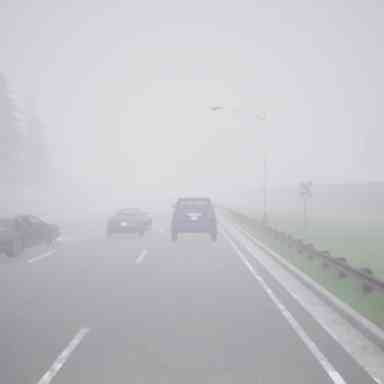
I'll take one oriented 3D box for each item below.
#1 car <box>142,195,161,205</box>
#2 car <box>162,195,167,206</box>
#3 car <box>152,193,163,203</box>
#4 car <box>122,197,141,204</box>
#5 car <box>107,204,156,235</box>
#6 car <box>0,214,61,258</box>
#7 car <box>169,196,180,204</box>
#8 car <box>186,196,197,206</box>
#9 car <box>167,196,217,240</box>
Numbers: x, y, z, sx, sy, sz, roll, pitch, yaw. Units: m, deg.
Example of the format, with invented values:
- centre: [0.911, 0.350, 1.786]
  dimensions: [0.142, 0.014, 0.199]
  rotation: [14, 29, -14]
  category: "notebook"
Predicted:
- centre: [-7.021, 1.630, 57.906]
  dimensions: [1.895, 1.301, 4.718]
  rotation: [0, 0, 0]
  category: "car"
- centre: [-3.521, 1.593, 57.044]
  dimensions: [1.994, 1.385, 4.181]
  rotation: [0, 0, 0]
  category: "car"
- centre: [-7.025, 1.221, 67.914]
  dimensions: [2.150, 2.045, 5.566]
  rotation: [0, 0, 0]
  category: "car"
- centre: [-10.521, 1.577, 56.624]
  dimensions: [2.033, 1.411, 5.357]
  rotation: [0, 0, 0]
  category: "car"
- centre: [-3.407, 1.574, 18.718]
  dimensions: [1.994, 1.385, 4.181]
  rotation: [0, 0, 0]
  category: "car"
- centre: [-6.904, 1.555, 12.787]
  dimensions: [2.033, 1.411, 5.357]
  rotation: [0, 0, 0]
  category: "car"
- centre: [-3.524, 1.587, 67.052]
  dimensions: [2.033, 1.411, 5.357]
  rotation: [0, 0, 0]
  category: "car"
- centre: [-0.021, 1.534, 57.462]
  dimensions: [1.837, 1.490, 4.892]
  rotation: [0, 0, 0]
  category: "car"
- centre: [0.094, 1.230, 17.319]
  dimensions: [2.150, 2.045, 5.566]
  rotation: [0, 0, 0]
  category: "car"
